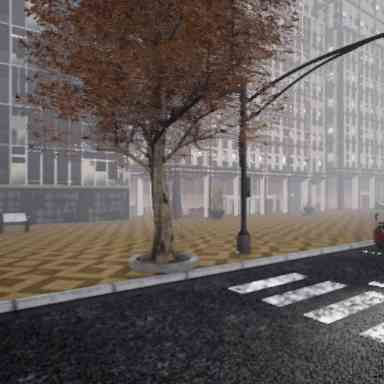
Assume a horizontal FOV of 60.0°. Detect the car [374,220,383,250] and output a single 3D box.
[{"bbox_3d":[9.239,1.334,13.151,5.009,1.841,2.192,0,0,-36],"label":"car"}]
